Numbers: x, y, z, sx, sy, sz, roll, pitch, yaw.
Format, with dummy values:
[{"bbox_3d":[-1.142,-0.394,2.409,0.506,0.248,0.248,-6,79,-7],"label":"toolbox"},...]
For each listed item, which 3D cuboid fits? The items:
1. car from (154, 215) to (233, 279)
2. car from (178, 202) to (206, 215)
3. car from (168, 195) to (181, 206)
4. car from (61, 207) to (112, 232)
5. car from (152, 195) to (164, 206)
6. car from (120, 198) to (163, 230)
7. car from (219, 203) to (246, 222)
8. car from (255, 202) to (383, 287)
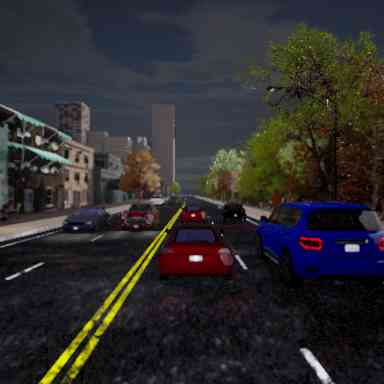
[{"bbox_3d":[0.099,1.632,10.265,1.994,1.385,4.181,0,0,0],"label":"car"},{"bbox_3d":[0.098,1.742,27.113,1.994,1.385,4.181,0,0,0],"label":"car"},{"bbox_3d":[-3.264,1.649,63.130,2.150,2.045,5.566,0,0,0],"label":"car"},{"bbox_3d":[-6.601,1.689,21.543,2.033,1.411,5.357,0,0,0],"label":"car"},{"bbox_3d":[-6.517,1.631,62.494,2.150,2.045,5.566,0,0,0],"label":"car"},{"bbox_3d":[-3.350,1.498,22.202,2.097,1.767,4.553,0,0,0],"label":"car"},{"bbox_3d":[3.348,1.661,28.030,1.882,1.535,5.008,0,0,0],"label":"car"},{"bbox_3d":[3.349,1.286,9.635,2.150,2.045,5.566,0,0,0],"label":"car"}]
